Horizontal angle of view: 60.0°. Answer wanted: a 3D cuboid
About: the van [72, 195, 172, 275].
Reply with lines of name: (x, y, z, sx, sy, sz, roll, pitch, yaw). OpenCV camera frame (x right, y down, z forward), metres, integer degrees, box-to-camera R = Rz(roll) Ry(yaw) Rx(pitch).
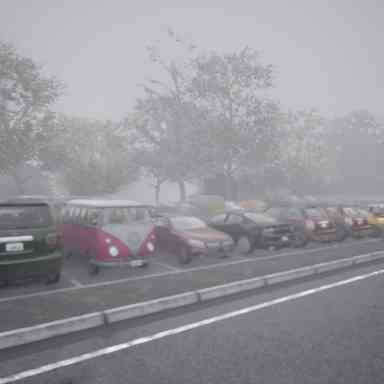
van: (-2.670, 1.211, 10.183, 1.878, 1.987, 4.442, 0, 0, -35)

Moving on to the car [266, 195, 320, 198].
car: (10.132, 1.306, 35.449, 2.435, 2.045, 5.566, 0, 0, -35)

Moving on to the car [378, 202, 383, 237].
car: (8.680, 1.500, 18.172, 1.946, 1.575, 5.366, 0, 0, -35)

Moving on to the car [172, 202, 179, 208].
car: (-3.427, 1.477, 25.832, 2.097, 1.535, 5.008, 0, 0, -35)

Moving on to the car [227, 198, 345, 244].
car: (4.067, 1.351, 15.080, 2.185, 1.767, 4.553, 0, 0, -35)

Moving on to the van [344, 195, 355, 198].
van: (16.819, 1.371, 40.383, 1.878, 1.987, 4.442, 0, 0, -35)

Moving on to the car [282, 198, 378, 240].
car: (6.329, 1.364, 16.689, 2.185, 1.767, 4.553, 0, 0, -35)

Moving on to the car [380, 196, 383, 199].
car: (23.639, 1.675, 45.127, 2.163, 1.488, 4.792, 0, 0, -35)

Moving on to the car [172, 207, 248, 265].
car: (-0.478, 1.490, 11.889, 2.002, 1.452, 4.674, 0, 0, -35)

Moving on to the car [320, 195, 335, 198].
car: (12.389, 1.319, 37.055, 2.435, 2.045, 5.566, 0, 0, -35)

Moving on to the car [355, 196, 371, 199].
car: (19.140, 1.610, 41.897, 2.097, 1.535, 5.008, 0, 0, -35)

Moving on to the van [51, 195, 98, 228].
van: (-8.114, 1.224, 22.649, 1.878, 1.987, 4.442, 0, 0, -35)

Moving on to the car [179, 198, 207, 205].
car: (-1.171, 1.531, 27.441, 2.002, 1.452, 4.674, 0, 0, -35)

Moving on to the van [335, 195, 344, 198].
van: (14.697, 1.358, 38.588, 1.878, 1.987, 4.442, 0, 0, -35)

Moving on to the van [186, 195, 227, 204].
van: (0.915, 1.277, 29.071, 1.878, 1.987, 4.442, 0, 0, -35)

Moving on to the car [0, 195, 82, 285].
car: (-5.016, 1.172, 8.692, 2.435, 2.045, 5.566, 0, 0, -35)

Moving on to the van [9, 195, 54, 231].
van: (-10.269, 1.212, 21.115, 1.878, 1.987, 4.442, 0, 0, -35)

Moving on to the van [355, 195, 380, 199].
van: (21.477, 1.400, 43.421, 1.878, 1.987, 4.442, 0, 0, -36)

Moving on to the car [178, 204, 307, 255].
car: (1.789, 1.463, 13.491, 2.097, 1.535, 5.008, 0, 0, -35)

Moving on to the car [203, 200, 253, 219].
car: (3.238, 1.557, 30.583, 2.002, 1.452, 4.674, 0, 0, -35)
